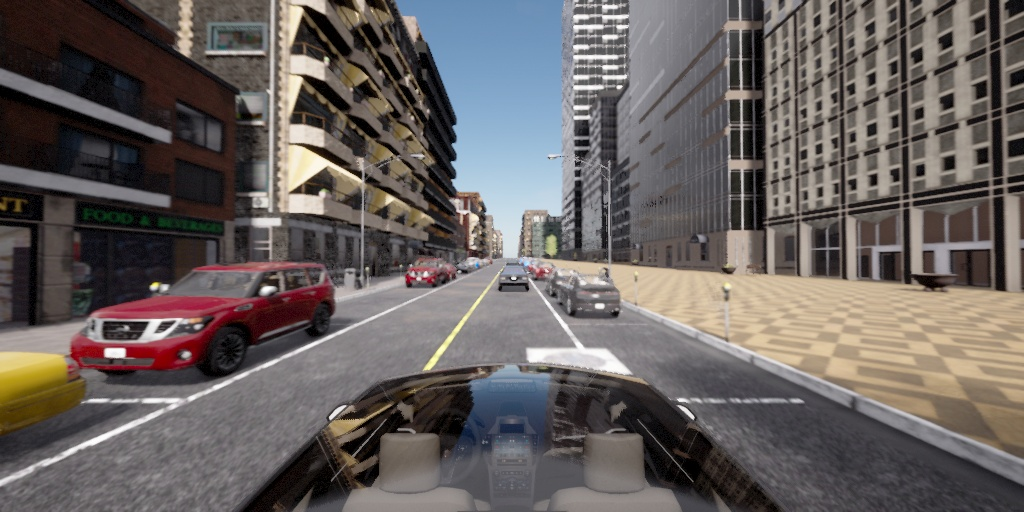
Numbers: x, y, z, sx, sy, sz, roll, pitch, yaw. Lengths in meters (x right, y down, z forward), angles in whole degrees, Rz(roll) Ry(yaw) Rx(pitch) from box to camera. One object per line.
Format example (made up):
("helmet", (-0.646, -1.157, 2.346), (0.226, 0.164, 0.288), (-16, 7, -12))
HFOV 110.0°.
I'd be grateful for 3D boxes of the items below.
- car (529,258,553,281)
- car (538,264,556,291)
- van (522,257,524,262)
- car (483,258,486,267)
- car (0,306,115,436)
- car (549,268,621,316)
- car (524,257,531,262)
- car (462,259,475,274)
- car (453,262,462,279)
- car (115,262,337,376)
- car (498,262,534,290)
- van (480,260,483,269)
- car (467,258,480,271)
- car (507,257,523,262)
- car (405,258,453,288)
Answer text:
("car", (2.697, 1.205, 29.920), (1.967, 1.591, 4.097), (0, 0, 0))
("car", (2.695, 1.309, 18.780), (2.007, 1.370, 4.403), (0, 0, 0))
("van", (2.703, 1.125, 57.769), (1.690, 1.789, 3.998), (0, 0, 0))
("car", (-5.678, 1.310, 57.602), (1.751, 1.417, 4.829), (0, 0, 0))
("car", (-5.690, 1.276, 1.905), (1.751, 1.417, 4.829), (0, 0, 0))
("car", (2.694, 1.306, 13.212), (2.007, 1.370, 4.403), (0, 0, 0))
("car", (2.700, 1.212, 41.060), (1.967, 1.591, 4.097), (0, 0, 0))
("car", (-5.681, 1.338, 41.062), (1.948, 1.339, 4.313), (0, 0, 0))
("car", (-5.684, 1.310, 29.923), (1.888, 1.381, 4.507), (0, 0, 0))
("car", (-5.688, 1.068, 7.645), (2.192, 1.841, 5.009), (0, 0, 0))
("car", (0.103, 1.309, 22.771), (2.033, 1.411, 5.357), (0, 0, 0))
("van", (-5.679, 1.121, 52.202), (1.690, 1.789, 3.998), (0, 0, 0))
("car", (-5.680, 1.327, 46.632), (2.007, 1.370, 4.403), (0, 0, 0))
("car", (0.110, 1.255, 48.029), (1.882, 1.535, 5.008), (0, 0, 0))
("car", (-5.685, 1.077, 24.353), (2.192, 1.841, 5.009), (0, 0, 0))
